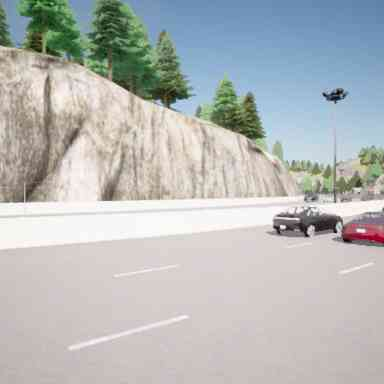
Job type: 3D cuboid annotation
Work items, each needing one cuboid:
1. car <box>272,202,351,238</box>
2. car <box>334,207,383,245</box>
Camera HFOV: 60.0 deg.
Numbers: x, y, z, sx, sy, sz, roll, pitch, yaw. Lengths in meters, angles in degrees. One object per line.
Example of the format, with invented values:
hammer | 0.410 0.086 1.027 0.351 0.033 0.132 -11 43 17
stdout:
car | 6.273 1.495 17.742 4.902 1.511 2.128 0 0 -40
car | 8.537 1.572 15.073 4.181 1.385 1.994 0 0 -40
